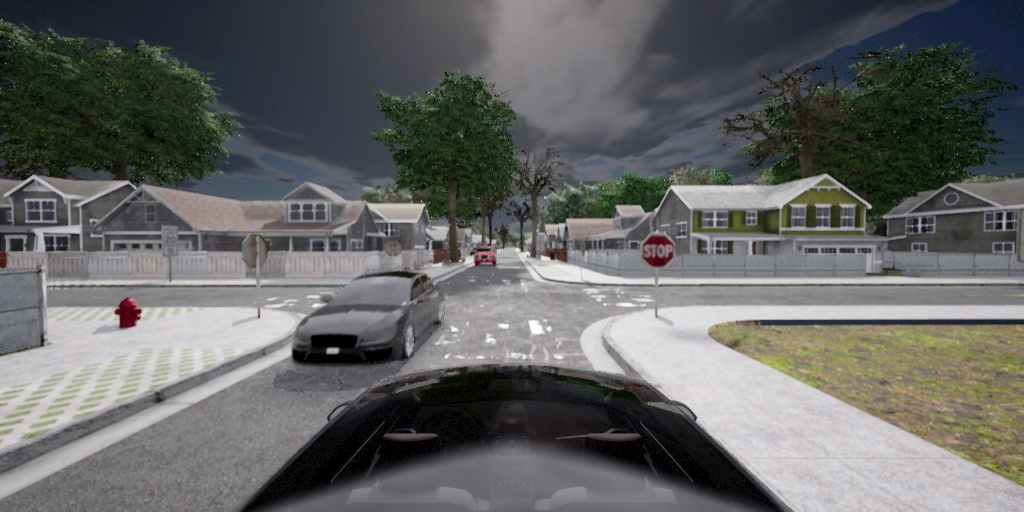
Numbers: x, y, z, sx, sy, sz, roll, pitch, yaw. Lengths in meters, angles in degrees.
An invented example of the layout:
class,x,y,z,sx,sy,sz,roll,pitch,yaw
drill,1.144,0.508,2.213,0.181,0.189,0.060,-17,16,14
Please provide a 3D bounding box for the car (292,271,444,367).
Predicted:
class,x,y,z,sx,sy,sz,roll,pitch,yaw
car,-2.748,1.134,7.914,1.837,1.490,4.892,0,2,0

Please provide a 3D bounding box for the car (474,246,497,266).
class,x,y,z,sx,sy,sz,roll,pitch,yaw
car,-2.731,-0.027,38.075,2.150,2.045,5.566,0,2,0
